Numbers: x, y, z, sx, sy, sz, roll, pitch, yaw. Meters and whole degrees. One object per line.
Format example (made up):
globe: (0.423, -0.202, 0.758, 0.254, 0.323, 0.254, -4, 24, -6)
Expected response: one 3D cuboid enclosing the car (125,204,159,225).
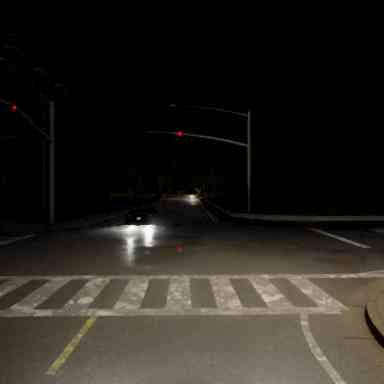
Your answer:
car: (-3.526, 1.559, 24.021, 1.994, 1.385, 4.181, 0, 0, 0)
